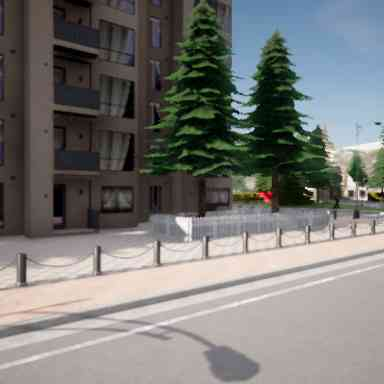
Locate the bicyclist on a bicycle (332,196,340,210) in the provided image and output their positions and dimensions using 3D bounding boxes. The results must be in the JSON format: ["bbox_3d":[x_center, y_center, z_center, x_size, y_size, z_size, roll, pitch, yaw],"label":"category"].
[{"bbox_3d":[16.495,1.241,38.099,1.656,1.620,0.582,0,0,-35],"label":"bicyclist on a bicycle"}]
